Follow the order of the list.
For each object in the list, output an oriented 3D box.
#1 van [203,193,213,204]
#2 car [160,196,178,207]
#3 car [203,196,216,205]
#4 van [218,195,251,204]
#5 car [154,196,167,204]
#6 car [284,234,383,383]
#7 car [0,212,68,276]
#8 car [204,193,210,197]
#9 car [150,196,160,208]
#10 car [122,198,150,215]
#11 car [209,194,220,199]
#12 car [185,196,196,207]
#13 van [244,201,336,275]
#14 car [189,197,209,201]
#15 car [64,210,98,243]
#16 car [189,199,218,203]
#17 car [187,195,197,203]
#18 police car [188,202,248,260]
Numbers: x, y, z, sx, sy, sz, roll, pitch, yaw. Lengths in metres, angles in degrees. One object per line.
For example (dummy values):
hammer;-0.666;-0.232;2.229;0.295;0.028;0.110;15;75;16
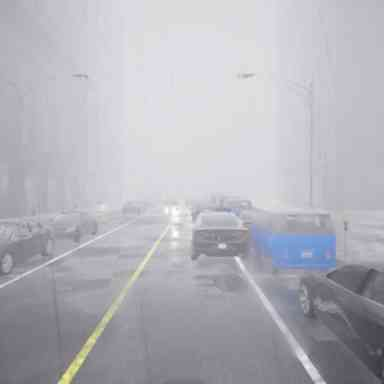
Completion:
van;2.856;1.152;60.939;1.690;1.788;3.998;0;0;0
car;-3.006;1.350;49.049;2.128;1.511;4.902;0;0;0
car;2.856;1.416;55.291;1.802;1.307;4.206;0;0;0
van;2.852;1.284;21.397;1.690;1.788;3.998;0;0;0
car;-5.668;1.377;60.939;1.947;1.339;4.313;0;0;0
car;2.852;1.553;4.452;1.947;1.339;4.313;0;0;0
car;-5.673;1.524;10.098;2.008;1.369;4.403;0;0;0
car;2.853;1.209;38.343;2.192;1.841;5.009;0;0;0
car;-5.670;1.458;43.992;1.802;1.307;4.206;0;0;0
car;-5.671;1.457;32.694;1.887;1.381;4.507;0;0;0
car;2.852;1.243;27.046;2.192;1.841;5.009;0;0;0
car;0.003;1.353;47.784;2.128;1.511;4.902;0;0;0
van;2.850;1.314;10.100;1.690;1.788;3.998;0;0;0
car;0.901;1.430;28.326;1.837;1.490;4.892;0;0;0
car;-5.673;1.540;15.747;1.802;1.307;4.206;0;0;0
car;0.901;1.446;22.326;1.837;1.490;4.892;0;0;0
car;0.004;1.363;63.741;1.994;1.385;4.181;0;0;0
police car;0.900;1.392;12.437;1.930;1.638;5.238;0;0;0
